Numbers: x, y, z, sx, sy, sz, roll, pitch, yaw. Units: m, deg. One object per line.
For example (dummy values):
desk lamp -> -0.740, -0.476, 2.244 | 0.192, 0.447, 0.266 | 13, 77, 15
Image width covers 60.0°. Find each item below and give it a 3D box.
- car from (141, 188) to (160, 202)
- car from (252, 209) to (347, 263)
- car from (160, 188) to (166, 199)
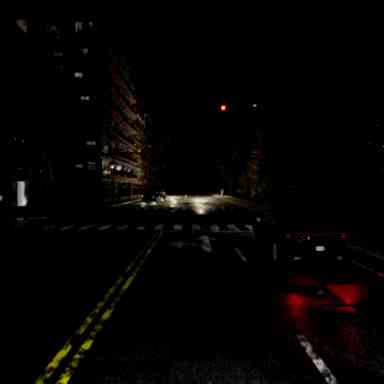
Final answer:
car -> -6.576, 0.659, 51.328 | 2.097, 1.767, 4.553 | 0, 1, 0
car -> 3.351, 1.321, 11.327 | 1.882, 1.535, 5.008 | 0, 1, -1
car -> -6.513, 0.326, 66.813 | 2.150, 2.045, 5.566 | 0, 1, 0
